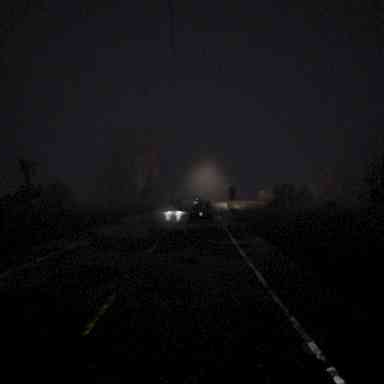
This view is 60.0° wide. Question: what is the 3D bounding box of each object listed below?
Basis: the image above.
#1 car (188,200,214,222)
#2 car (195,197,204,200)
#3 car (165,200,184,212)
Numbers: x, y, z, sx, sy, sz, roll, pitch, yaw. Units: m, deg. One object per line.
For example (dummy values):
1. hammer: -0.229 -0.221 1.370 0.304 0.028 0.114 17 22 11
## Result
1. car: 0.763 1.648 27.315 1.994 1.385 4.181 0 0 3
2. car: 1.577 1.690 42.205 1.994 1.385 4.181 0 0 4
3. car: -2.161 1.688 41.212 1.994 1.385 4.181 0 0 4
